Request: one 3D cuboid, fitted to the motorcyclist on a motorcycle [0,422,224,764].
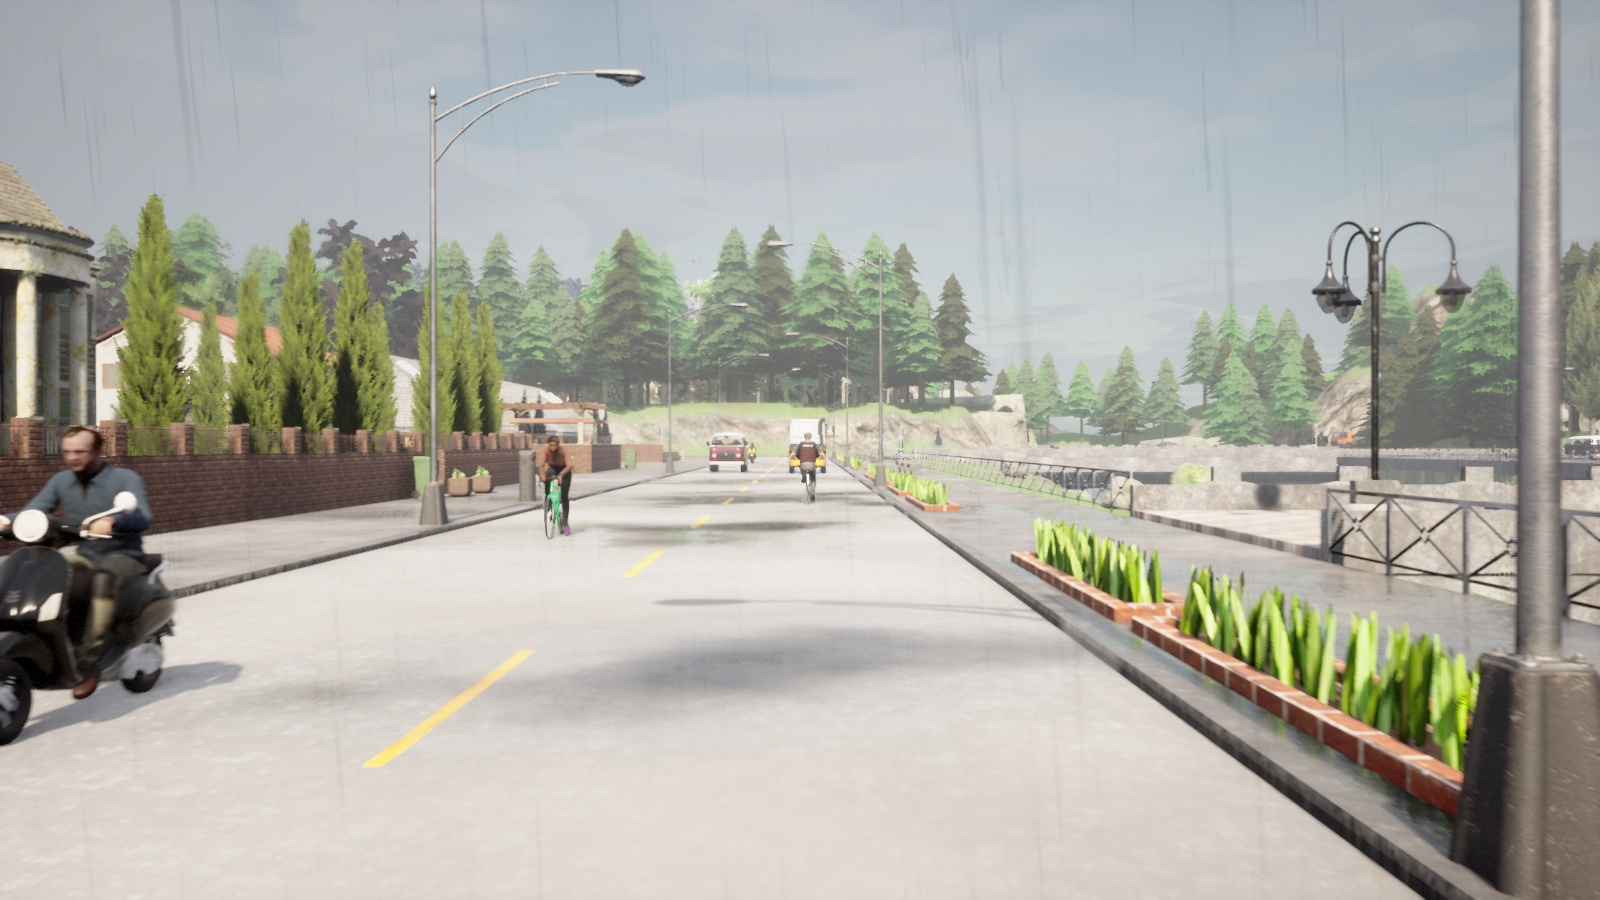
[{"bbox_3d":[-3.946,0.659,6.735,0.866,1.590,1.817,0,0,0],"label":"motorcyclist on a motorcycle"}]

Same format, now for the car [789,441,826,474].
[{"bbox_3d":[0.379,0.330,63.157,1.801,1.575,5.366,0,0,0],"label":"car"}]

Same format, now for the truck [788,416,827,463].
[{"bbox_3d":[0.575,-0.782,97.074,2.891,3.462,7.936,0,0,0],"label":"truck"}]

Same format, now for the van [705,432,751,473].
[{"bbox_3d":[-3.618,0.107,63.813,2.069,2.038,4.480,0,0,0],"label":"van"}]

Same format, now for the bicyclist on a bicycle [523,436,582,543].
[{"bbox_3d":[-3.871,0.585,19.740,0.582,1.620,1.656,0,1,0],"label":"bicyclist on a bicycle"}]
